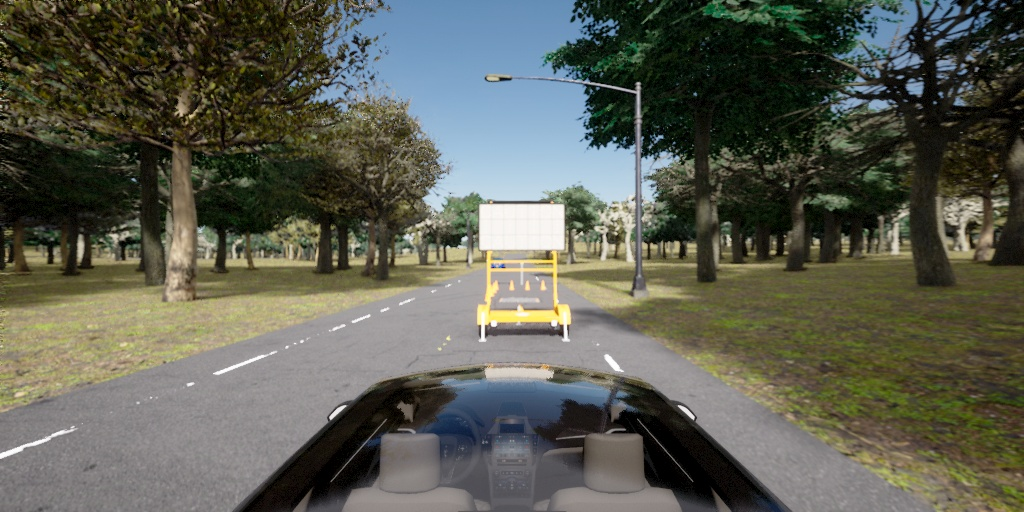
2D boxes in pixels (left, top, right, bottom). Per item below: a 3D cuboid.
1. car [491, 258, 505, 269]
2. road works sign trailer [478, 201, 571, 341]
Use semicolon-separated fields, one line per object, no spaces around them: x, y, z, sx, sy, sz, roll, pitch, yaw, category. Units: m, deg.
-2.267;1.315;59.547;2.150;2.045;5.566;0;0;1;car
0.279;0.268;10.008;2.380;3.560;2.880;0;0;-1;road works sign trailer
